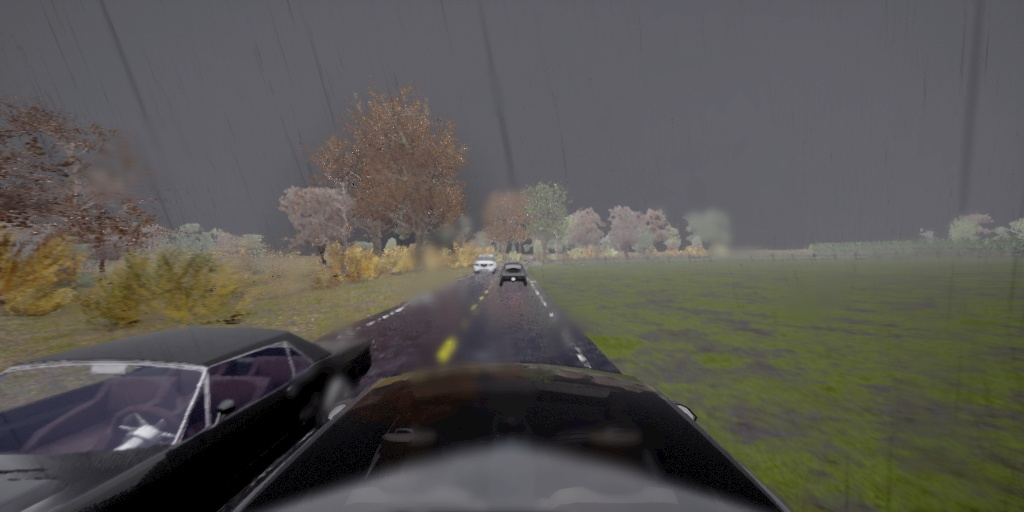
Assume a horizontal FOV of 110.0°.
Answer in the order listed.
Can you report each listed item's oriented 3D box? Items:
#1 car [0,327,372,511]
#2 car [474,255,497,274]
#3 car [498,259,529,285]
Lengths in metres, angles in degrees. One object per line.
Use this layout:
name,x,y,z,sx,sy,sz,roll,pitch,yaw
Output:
car,-2.839,1.349,2.658,1.895,1.301,4.718,0,0,0
car,-2.854,0.885,39.183,2.150,2.045,5.566,0,0,0
car,0.087,1.216,25.684,1.837,1.490,4.892,0,1,0
